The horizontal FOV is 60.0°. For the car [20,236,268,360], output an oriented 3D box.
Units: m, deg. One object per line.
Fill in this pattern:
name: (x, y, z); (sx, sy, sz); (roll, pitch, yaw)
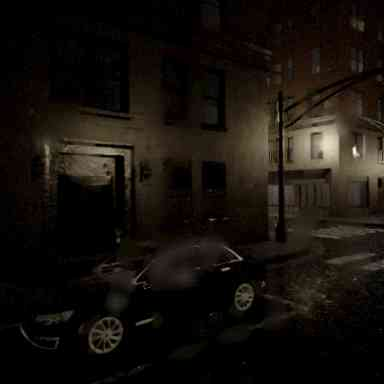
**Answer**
car: (-0.549, 1.525, 5.842); (4.403, 1.369, 2.008); (-1, 0, -36)
